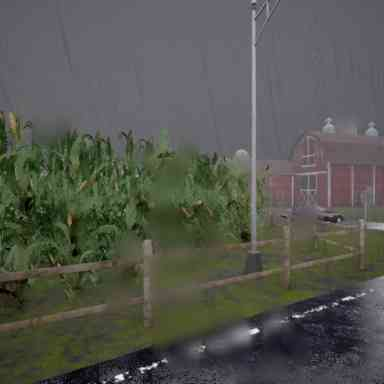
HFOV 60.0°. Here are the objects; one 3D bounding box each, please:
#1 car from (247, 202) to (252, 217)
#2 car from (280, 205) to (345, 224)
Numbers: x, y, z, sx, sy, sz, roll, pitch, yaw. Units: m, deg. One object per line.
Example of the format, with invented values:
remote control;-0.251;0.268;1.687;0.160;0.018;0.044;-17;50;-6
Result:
car;4.779;1.640;36.532;2.150;2.045;5.566;1;-1;-27
car;9.778;1.794;27.507;2.033;1.411;5.357;1;-1;-31
